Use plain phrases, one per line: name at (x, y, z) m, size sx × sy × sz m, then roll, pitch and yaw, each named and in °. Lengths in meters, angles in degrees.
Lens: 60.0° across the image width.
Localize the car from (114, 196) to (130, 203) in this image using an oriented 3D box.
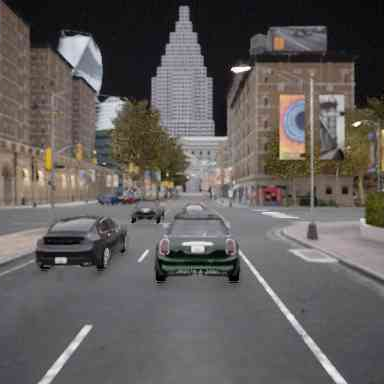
car at (-14.716, 1.623, 70.190) m, size 2.033 × 1.411 × 5.357 m, roll 0°, pitch 0°, yaw 0°

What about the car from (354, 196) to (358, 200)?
car at (34.729, 1.573, 70.178) m, size 2.231 × 1.521 × 4.892 m, roll 0°, pitch 0°, yaw 0°

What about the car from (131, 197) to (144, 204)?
car at (-11.220, 1.678, 69.288) m, size 1.895 × 1.301 × 4.718 m, roll 0°, pitch 0°, yaw 0°

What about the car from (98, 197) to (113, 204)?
car at (-17.971, 1.676, 68.999) m, size 1.895 × 1.301 × 4.718 m, roll 0°, pitch 0°, yaw 0°

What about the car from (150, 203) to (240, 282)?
car at (0.140, 1.364, 9.954) m, size 2.097 × 1.767 × 4.553 m, roll 0°, pitch 0°, yaw 0°

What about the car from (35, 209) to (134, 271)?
car at (-3.371, 1.518, 10.985) m, size 1.837 × 1.490 × 4.892 m, roll 0°, pitch 0°, yaw 0°

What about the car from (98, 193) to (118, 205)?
car at (-14.758, 1.292, 60.073) m, size 2.150 × 2.045 × 5.566 m, roll 0°, pitch 0°, yaw 0°

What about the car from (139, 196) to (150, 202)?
car at (-11.179, 1.647, 79.188) m, size 1.994 × 1.385 × 4.181 m, roll 0°, pitch 0°, yaw 0°

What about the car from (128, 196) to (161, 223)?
car at (-3.298, 1.383, 25.824) m, size 2.097 × 1.767 × 4.553 m, roll 0°, pitch 0°, yaw 0°

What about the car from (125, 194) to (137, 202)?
car at (-14.675, 1.450, 80.182) m, size 2.097 × 1.767 × 4.553 m, roll 0°, pitch 0°, yaw 0°

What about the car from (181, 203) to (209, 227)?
car at (0.197, 1.555, 24.157) m, size 1.812 × 1.442 × 4.674 m, roll 0°, pitch 0°, yaw 0°

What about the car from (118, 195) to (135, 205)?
car at (-11.262, 1.548, 59.592) m, size 1.882 × 1.535 × 5.008 m, roll 0°, pitch 0°, yaw 0°
